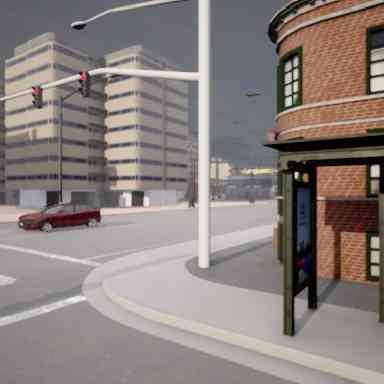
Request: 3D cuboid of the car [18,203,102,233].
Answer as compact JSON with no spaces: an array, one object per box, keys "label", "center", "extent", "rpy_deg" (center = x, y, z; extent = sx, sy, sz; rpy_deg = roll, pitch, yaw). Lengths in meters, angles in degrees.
[{"label":"car","center":[-7.808,1.476,20.080],"extent":[1.882,1.535,5.008],"rpy_deg":[0,0,35]}]
